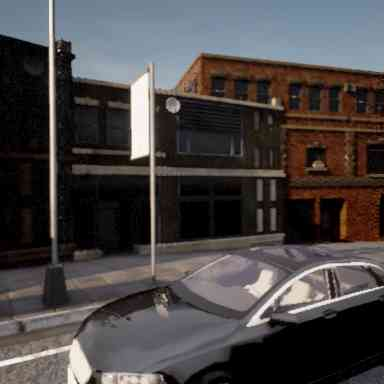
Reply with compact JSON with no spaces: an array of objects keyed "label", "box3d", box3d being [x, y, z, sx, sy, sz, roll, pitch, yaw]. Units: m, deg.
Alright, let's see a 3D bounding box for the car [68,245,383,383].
[{"label":"car","box3d":[1.046,1.507,4.246,4.902,1.511,2.128,1,0,-29]}]
